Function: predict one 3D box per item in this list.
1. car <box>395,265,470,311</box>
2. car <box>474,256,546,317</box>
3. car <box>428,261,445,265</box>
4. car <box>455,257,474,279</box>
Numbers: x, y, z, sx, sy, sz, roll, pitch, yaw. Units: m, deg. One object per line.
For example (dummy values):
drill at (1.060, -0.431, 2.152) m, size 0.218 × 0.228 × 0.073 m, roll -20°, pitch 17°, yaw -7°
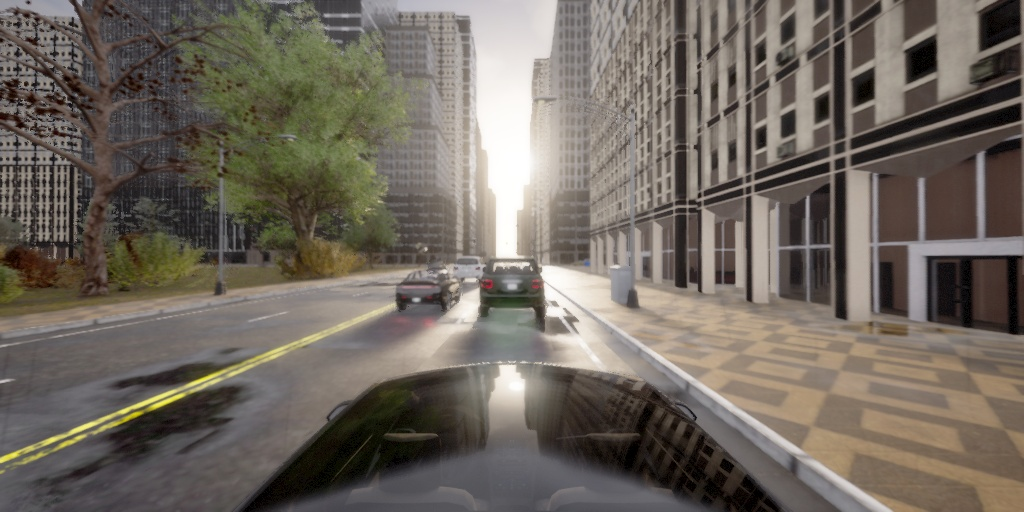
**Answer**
car at (-3.214, 1.282, 14.564) m, size 2.128 × 1.511 × 4.902 m, roll 0°, pitch 0°, yaw 0°
car at (0.025, 1.009, 13.455) m, size 2.150 × 2.045 × 5.566 m, roll 0°, pitch 0°, yaw 0°
car at (-9.874, 1.465, 47.007) m, size 1.837 × 1.490 × 4.892 m, roll 0°, pitch 0°, yaw 0°
car at (-3.234, 1.071, 28.422) m, size 2.150 × 2.045 × 5.566 m, roll 0°, pitch 0°, yaw 0°
